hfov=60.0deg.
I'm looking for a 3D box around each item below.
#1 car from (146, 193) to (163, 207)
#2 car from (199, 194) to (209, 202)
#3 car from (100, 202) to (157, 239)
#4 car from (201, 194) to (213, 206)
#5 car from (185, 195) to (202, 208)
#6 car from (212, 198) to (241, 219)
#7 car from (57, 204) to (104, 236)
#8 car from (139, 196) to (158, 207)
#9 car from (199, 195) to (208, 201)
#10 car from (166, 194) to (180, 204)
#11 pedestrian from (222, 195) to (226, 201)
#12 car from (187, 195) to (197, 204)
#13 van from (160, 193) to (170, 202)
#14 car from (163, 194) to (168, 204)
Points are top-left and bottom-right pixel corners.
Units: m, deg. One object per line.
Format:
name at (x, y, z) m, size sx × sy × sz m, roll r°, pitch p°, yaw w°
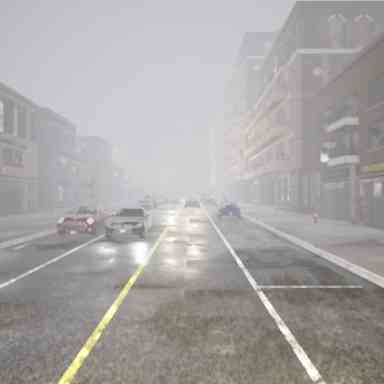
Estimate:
car at (-5.671, 1.216, 46.367) m, size 2.192 × 1.841 × 5.009 m, roll 1°, pitch 0°, yaw 0°
car at (2.707, 1.286, 74.861) m, size 1.967 × 1.590 × 4.097 m, roll 1°, pitch 0°, yaw 0°
car at (-3.097, 1.487, 17.186) m, size 1.812 × 1.442 × 4.674 m, roll 0°, pitch 0°, yaw 0°
car at (2.705, 1.434, 52.115) m, size 1.887 × 1.381 × 4.507 m, roll 1°, pitch 0°, yaw 0°
car at (0.033, 1.467, 45.660) m, size 1.994 × 1.385 × 4.181 m, roll 0°, pitch 0°, yaw 0°
car at (3.001, 1.464, 27.998) m, size 1.812 × 1.442 × 4.674 m, roll 0°, pitch 0°, yaw 0°
car at (-5.674, 1.400, 17.933) m, size 1.967 × 1.590 × 4.097 m, roll 1°, pitch 0°, yaw 0°
car at (-5.676, 1.478, 40.681) m, size 1.947 × 1.339 × 4.313 m, roll 1°, pitch 0°, yaw 0°
car at (2.705, 1.401, 80.548) m, size 1.947 × 1.339 × 4.313 m, roll 1°, pitch 0°, yaw 0°
car at (-3.029, 1.424, 58.766) m, size 2.033 × 1.411 × 5.357 m, roll 0°, pitch 0°, yaw 1°
pedestrian at (3.001, 1.226, 30.852) m, size 0.375 × 1.860 × 0.375 m, roll 1°, pitch -1°, yaw 0°
car at (0.002, 1.346, 62.497) m, size 1.882 × 1.535 × 5.008 m, roll 0°, pitch 0°, yaw 0°
van at (-5.642, 1.197, 69.114) m, size 1.690 × 1.788 × 3.998 m, roll 1°, pitch 0°, yaw 0°
car at (-5.683, 1.460, 57.741) m, size 1.802 × 1.307 × 4.206 m, roll 1°, pitch 0°, yaw 0°
